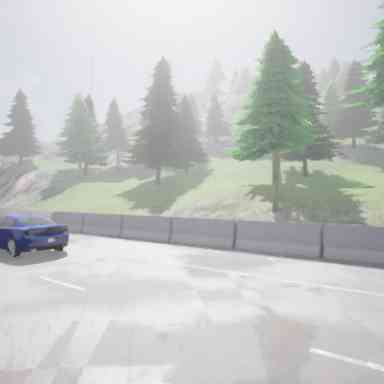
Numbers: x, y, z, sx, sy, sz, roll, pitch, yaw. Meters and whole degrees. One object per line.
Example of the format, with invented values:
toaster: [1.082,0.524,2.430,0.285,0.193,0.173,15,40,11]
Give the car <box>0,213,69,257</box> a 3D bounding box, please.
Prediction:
car: [-7.002,1.608,13.613,5.008,1.535,1.882,0,0,40]
